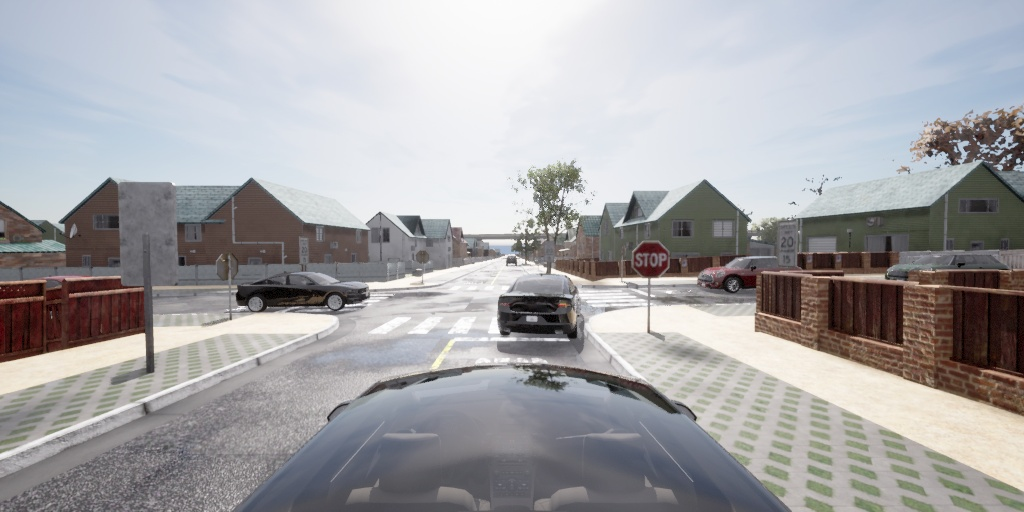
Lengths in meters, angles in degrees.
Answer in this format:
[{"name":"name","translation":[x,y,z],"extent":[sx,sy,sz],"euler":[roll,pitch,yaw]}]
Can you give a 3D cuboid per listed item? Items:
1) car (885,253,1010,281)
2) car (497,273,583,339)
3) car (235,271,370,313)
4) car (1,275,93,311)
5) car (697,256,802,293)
[{"name":"car","translation":[21.684,0.646,17.966],"extent":[4.553,1.767,2.097],"euler":[-1,2,0]},{"name":"car","translation":[0.949,1.224,10.262],"extent":[1.882,1.535,5.008],"euler":[0,0,12]},{"name":"car","translation":[-8.483,1.377,14.778],"extent":[5.008,1.535,1.882],"euler":[-1,2,0]},{"name":"car","translation":[-18.035,1.547,14.705],"extent":[5.008,1.535,1.882],"euler":[-1,2,0]},{"name":"car","translation":[11.789,0.820,17.884],"extent":[4.553,1.767,2.097],"euler":[-1,2,0]}]
